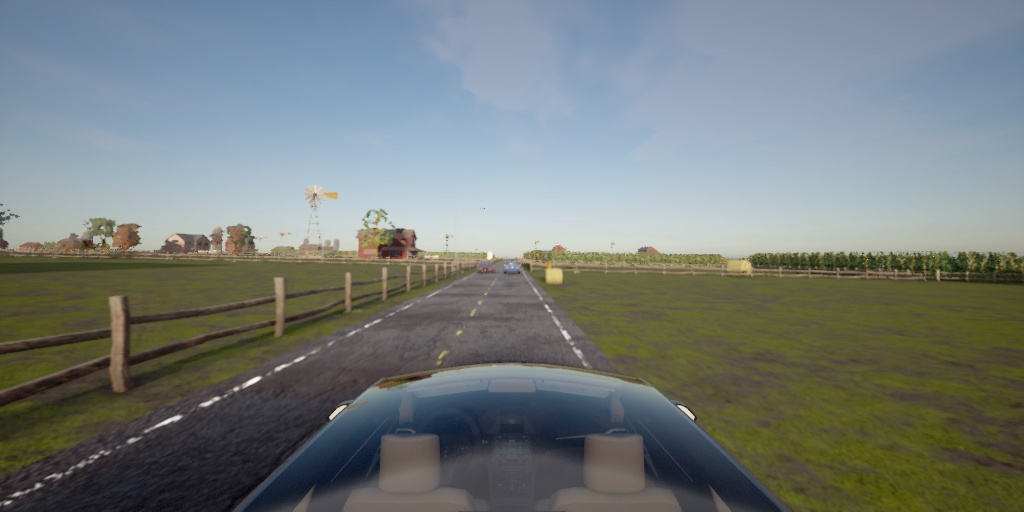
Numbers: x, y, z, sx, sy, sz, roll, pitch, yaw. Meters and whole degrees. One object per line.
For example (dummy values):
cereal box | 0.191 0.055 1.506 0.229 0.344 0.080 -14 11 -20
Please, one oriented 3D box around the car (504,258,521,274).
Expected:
car | 0.046 1.319 42.002 2.033 1.411 5.357 0 0 0

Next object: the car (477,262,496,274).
car | -2.850 1.335 40.655 1.994 1.385 4.181 0 0 0

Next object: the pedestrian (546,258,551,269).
pedestrian | 2.817 1.079 27.907 0.375 1.860 0.375 1 -1 -2

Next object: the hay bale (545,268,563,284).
hay bale | 3.117 1.417 26.794 1.220 1.180 1.240 0 0 0
